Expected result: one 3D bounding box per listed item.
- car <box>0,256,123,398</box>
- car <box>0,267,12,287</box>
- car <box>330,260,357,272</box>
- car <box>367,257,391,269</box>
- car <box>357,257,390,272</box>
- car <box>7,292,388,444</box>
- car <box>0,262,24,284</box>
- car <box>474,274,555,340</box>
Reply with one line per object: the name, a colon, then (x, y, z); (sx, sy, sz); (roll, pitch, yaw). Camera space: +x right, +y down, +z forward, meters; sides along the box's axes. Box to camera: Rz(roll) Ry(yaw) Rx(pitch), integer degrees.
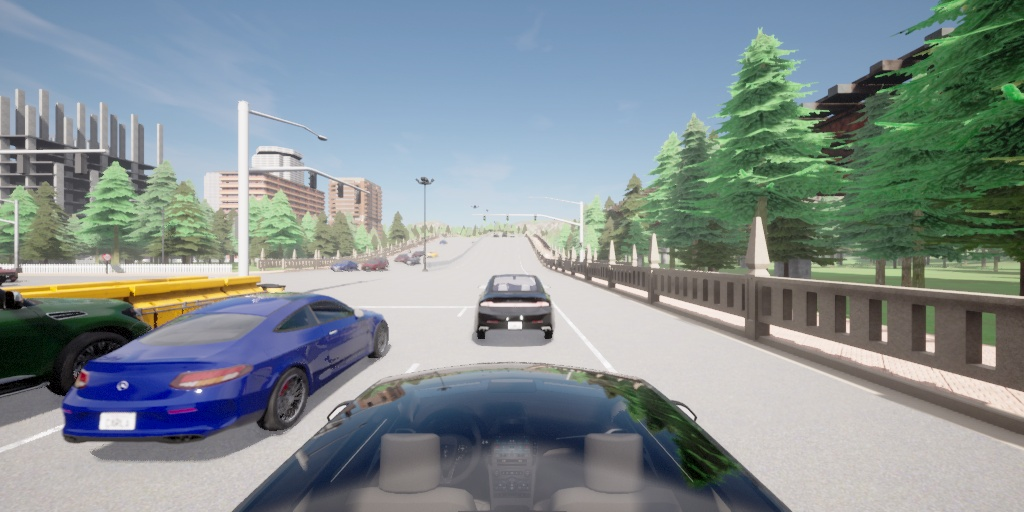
car: (-6.956, 0.971, 3.396); (2.150, 2.045, 5.566); (0, 0, 1)
car: (-35.161, 1.351, 22.662); (4.718, 1.301, 1.895); (0, 0, 2)
car: (-21.235, 1.275, 45.737); (1.812, 1.442, 4.674); (0, 0, 2)
car: (-21.114, 1.027, 57.140); (2.097, 1.767, 4.553); (0, 1, 0)
car: (-17.679, 1.223, 46.208); (1.882, 1.535, 5.008); (0, 0, 0)
car: (-3.442, 1.276, 5.442); (1.812, 1.442, 4.674); (0, 0, 0)
car: (-39.497, 1.227, 26.327); (5.008, 1.535, 1.882); (0, 0, 2)
car: (0.067, 1.242, 9.948); (2.128, 1.511, 4.902); (0, 0, 0)
